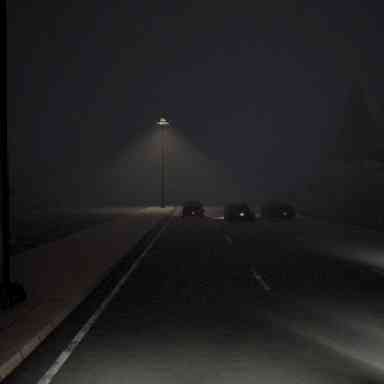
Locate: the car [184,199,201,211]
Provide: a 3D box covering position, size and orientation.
[{"bbox_3d":[0.080,1.564,40.801,1.994,1.385,4.181,0,0,1],"label":"car"}]

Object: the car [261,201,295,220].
[{"bbox_3d":[7.085,1.477,27.823,1.882,1.535,5.008,0,0,0],"label":"car"}]

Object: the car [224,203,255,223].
[{"bbox_3d":[3.580,1.564,25.746,1.994,1.385,4.181,0,0,0],"label":"car"}]

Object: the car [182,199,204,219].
[{"bbox_3d":[0.089,1.526,29.507,1.812,1.442,4.674,0,0,0],"label":"car"}]
